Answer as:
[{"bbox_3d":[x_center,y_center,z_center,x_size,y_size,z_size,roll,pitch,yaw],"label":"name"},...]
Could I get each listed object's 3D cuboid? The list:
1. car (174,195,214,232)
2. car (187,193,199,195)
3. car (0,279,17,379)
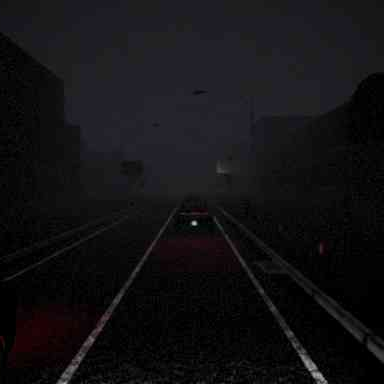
[{"bbox_3d":[0.108,1.142,17.402,2.128,1.511,4.902,0,1,0],"label":"car"},{"bbox_3d":[0.124,0.755,39.442,1.895,1.301,4.718,0,1,0],"label":"car"},{"bbox_3d":[-3.000,1.457,1.865,1.882,1.535,5.008,0,1,0],"label":"car"}]
